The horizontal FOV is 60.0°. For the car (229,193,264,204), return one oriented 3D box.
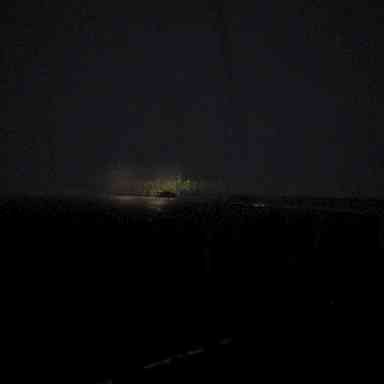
[{"bbox_3d":[7.549,0.915,46.366,2.033,1.411,5.357,0,1,-35],"label":"car"}]

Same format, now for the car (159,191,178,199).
[{"bbox_3d":[-4.531,0.526,63.482,1.812,1.442,4.674,0,1,-35],"label":"car"}]
